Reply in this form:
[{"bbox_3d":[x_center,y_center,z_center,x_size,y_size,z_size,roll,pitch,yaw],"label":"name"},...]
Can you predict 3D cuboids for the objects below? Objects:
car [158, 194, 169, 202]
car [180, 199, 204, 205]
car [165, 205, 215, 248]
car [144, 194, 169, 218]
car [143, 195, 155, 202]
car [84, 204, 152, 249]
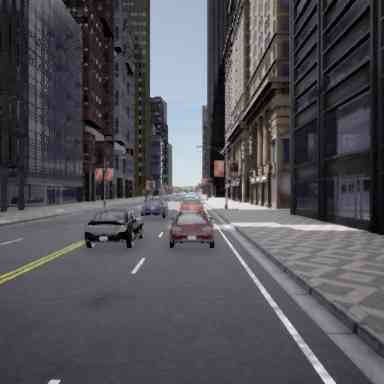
[{"bbox_3d":[-6.500,1.248,75.941,2.097,1.767,4.553,0,0,0],"label":"car"},{"bbox_3d":[0.000,1.362,29.620,2.097,1.767,4.553,0,0,0],"label":"car"},{"bbox_3d":[0.000,1.532,14.650,1.812,1.442,4.674,0,0,0],"label":"car"},{"bbox_3d":[-3.250,1.362,29.619,2.097,1.767,4.553,0,0,0],"label":"car"},{"bbox_3d":[-9.750,1.417,75.912,2.128,1.511,4.902,0,0,0],"label":"car"},{"bbox_3d":[-3.250,1.494,14.649,2.128,1.511,4.902,0,0,0],"label":"car"}]
